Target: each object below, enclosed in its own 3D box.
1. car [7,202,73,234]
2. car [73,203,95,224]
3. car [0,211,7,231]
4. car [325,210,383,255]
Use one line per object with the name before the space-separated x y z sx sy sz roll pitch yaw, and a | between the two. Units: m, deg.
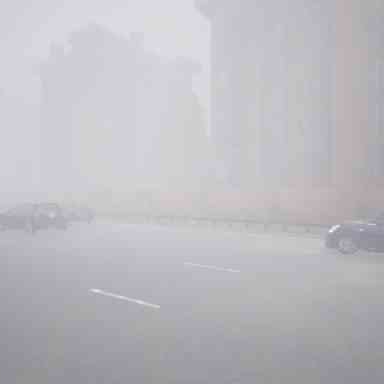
car | -9.283 1.344 19.193 4.553 1.767 2.097 0 0 35
car | -8.851 1.482 23.183 4.902 1.511 2.128 0 0 35
car | -11.450 1.469 16.440 5.008 1.535 1.882 0 0 35
car | 7.203 1.353 11.752 4.553 1.767 2.097 0 0 35
